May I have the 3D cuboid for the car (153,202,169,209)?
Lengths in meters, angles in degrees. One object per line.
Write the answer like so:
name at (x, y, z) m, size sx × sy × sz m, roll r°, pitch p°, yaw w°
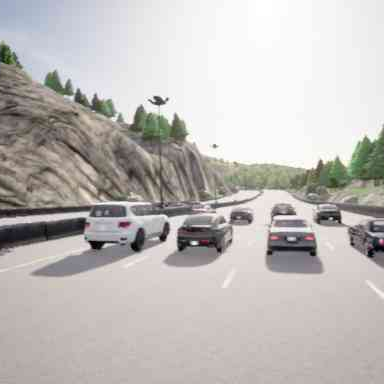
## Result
car at (-6.621, 2.894, 71.160) m, size 1.895 × 1.301 × 4.718 m, roll -1°, pitch -1°, yaw 14°

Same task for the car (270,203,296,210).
car at (7.734, 1.695, 28.355) m, size 2.097 × 1.767 × 4.553 m, roll -1°, pitch -1°, yaw 14°

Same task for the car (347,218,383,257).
car at (7.420, 1.669, 12.959) m, size 1.895 × 1.301 × 4.718 m, roll -1°, pitch -1°, yaw 14°

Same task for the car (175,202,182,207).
car at (-3.223, 2.782, 70.325) m, size 2.033 × 1.411 × 5.357 m, roll -1°, pitch -1°, yaw 14°

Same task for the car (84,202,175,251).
car at (-2.778, 1.457, 15.482) m, size 2.150 × 2.045 × 5.566 m, roll -1°, pitch -1°, yaw 14°

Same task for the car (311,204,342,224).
car at (11.188, 1.798, 27.720) m, size 1.837 × 1.490 × 4.892 m, roll -1°, pitch -1°, yaw 14°

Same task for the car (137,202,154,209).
car at (-10.012, 2.952, 72.024) m, size 1.895 × 1.301 × 4.718 m, roll -1°, pitch -1°, yaw 14°

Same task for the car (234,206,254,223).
car at (4.428, 1.933, 29.529) m, size 1.812 × 1.442 × 4.674 m, roll -1°, pitch -1°, yaw 15°

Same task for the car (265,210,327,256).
car at (3.999, 1.672, 13.711) m, size 2.033 × 1.411 × 5.357 m, roll -1°, pitch -1°, yaw 14°

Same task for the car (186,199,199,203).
car at (0.156, 2.409, 69.437) m, size 2.150 × 2.045 × 5.566 m, roll -1°, pitch -1°, yaw 14°

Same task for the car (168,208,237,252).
car at (0.691, 1.694, 14.896) m, size 1.837 × 1.490 × 4.892 m, roll -1°, pitch -1°, yaw 14°

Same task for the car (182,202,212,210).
car at (1.011, 1.956, 30.303) m, size 2.128 × 1.511 × 4.902 m, roll -1°, pitch -1°, yaw 14°
